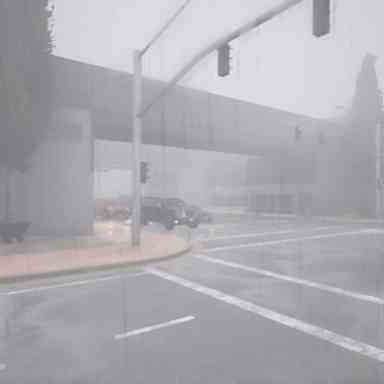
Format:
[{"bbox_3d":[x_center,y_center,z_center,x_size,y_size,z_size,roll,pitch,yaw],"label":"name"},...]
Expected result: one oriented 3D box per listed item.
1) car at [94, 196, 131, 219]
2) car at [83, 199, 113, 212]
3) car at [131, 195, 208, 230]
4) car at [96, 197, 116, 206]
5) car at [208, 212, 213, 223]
[{"bbox_3d":[-7.310,1.459,29.952,2.097,1.767,4.553,1,0,-36],"label":"car"},{"bbox_3d":[-12.028,1.632,42.369,2.128,1.511,4.902,1,0,-36],"label":"car"},{"bbox_3d":[-1.666,1.326,22.227,2.150,2.045,5.566,1,0,-36],"label":"car"},{"bbox_3d":[-15.429,1.711,59.295,1.837,1.490,4.892,1,0,-35],"label":"car"},{"bbox_3d":[-0.287,1.660,26.271,1.812,1.442,4.674,1,0,-36],"label":"car"}]
